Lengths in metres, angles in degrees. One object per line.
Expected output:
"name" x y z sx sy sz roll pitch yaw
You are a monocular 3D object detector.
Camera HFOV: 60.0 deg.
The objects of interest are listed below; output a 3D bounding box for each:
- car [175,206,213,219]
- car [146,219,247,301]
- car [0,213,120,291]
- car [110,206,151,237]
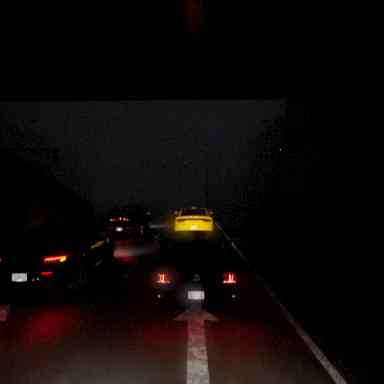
"car" 0.088 1.473 17.644 1.882 1.535 5.008 0 0 0
"car" 0.086 1.599 8.300 1.895 1.301 4.718 0 0 0
"car" -3.418 1.523 8.893 1.812 1.442 4.674 0 0 0
"car" -3.413 1.500 18.051 1.837 1.490 4.892 0 0 0
